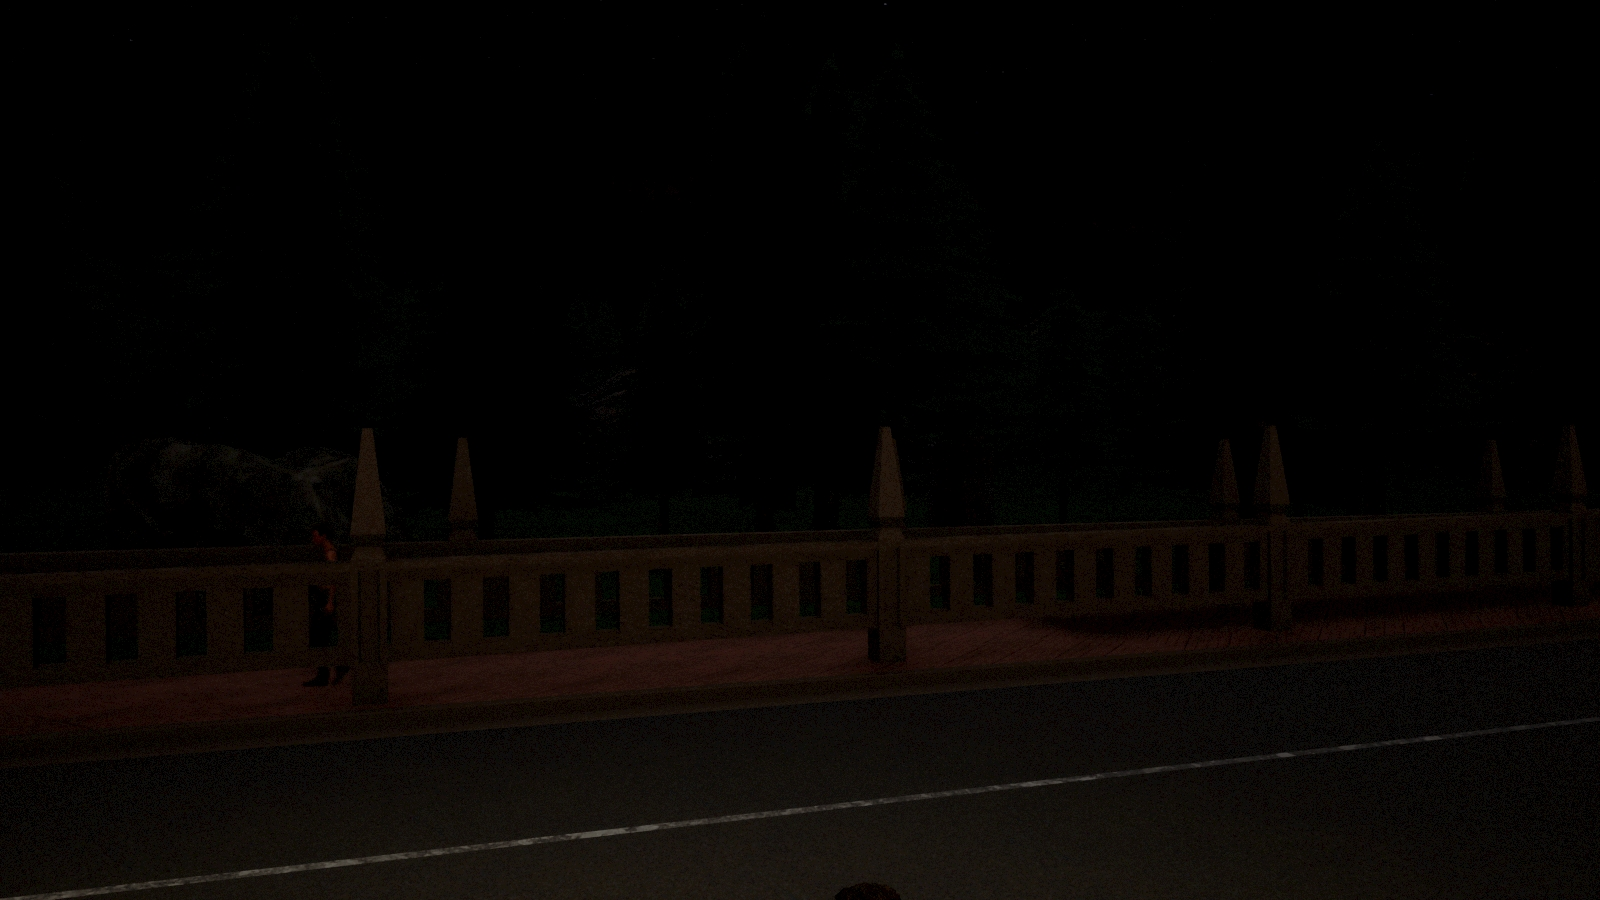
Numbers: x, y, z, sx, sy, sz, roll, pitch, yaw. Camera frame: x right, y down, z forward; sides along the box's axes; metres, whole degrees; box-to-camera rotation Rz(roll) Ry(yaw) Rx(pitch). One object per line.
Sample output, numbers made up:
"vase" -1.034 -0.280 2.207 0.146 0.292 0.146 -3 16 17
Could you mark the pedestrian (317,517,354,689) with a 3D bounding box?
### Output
"pedestrian" -5.195 1.694 12.794 0.375 1.860 0.375 0 0 -20
